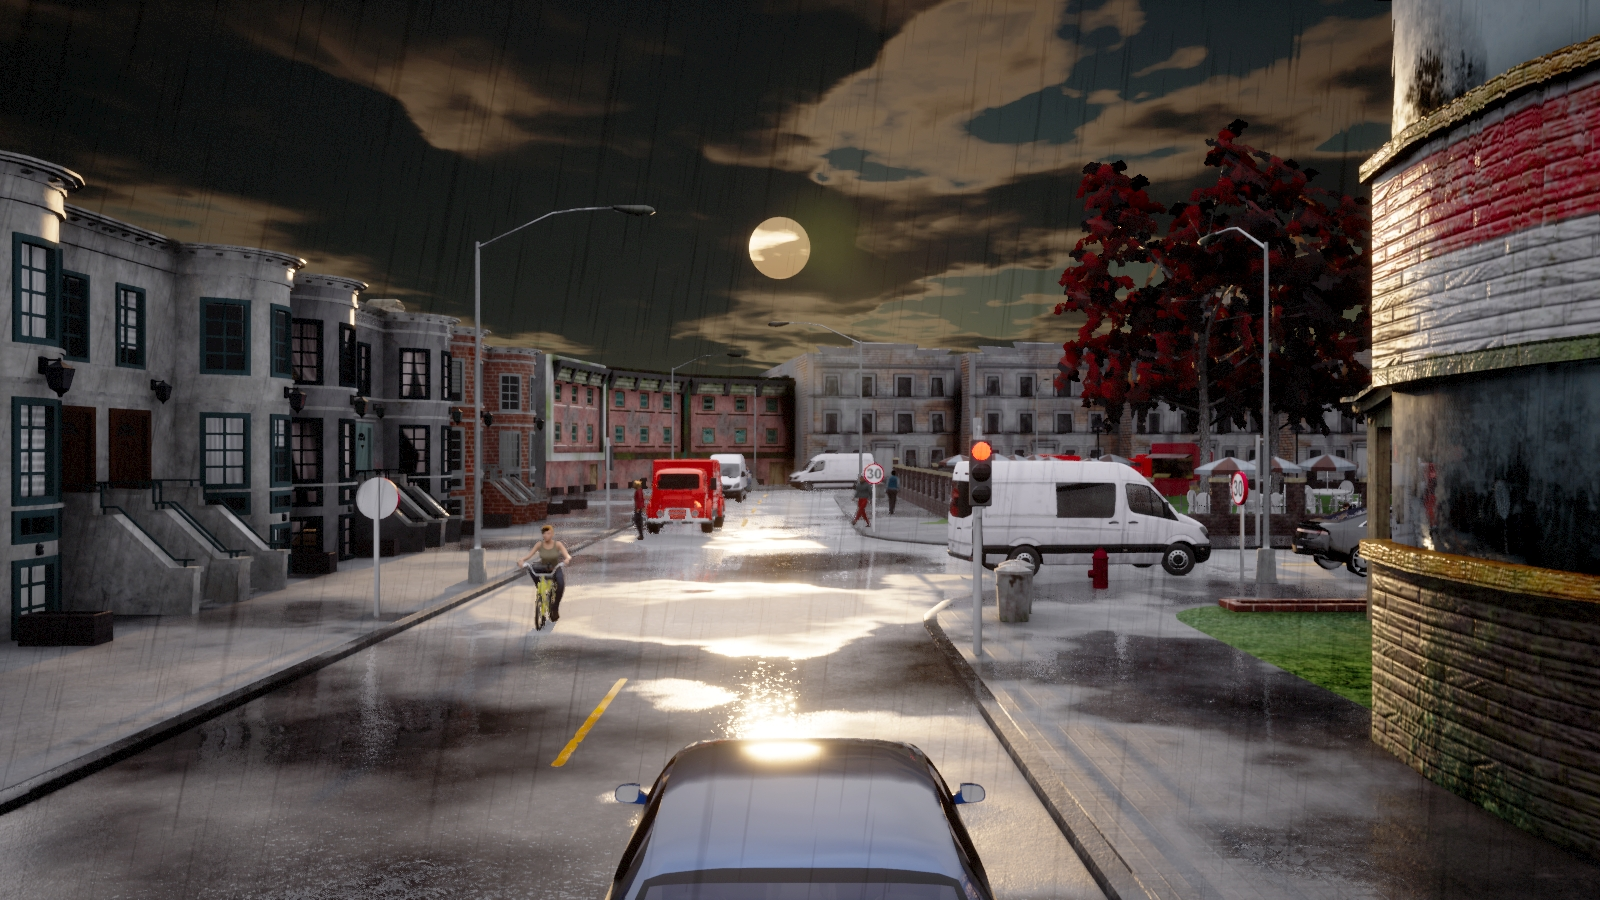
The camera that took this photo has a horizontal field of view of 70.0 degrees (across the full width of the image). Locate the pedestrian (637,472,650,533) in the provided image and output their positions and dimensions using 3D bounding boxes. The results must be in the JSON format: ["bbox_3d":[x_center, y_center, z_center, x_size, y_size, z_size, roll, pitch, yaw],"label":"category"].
[{"bbox_3d":[-4.795,1.615,35.022,0.375,1.860,0.375,0,0,0],"label":"pedestrian"}]

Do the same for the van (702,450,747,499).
[{"bbox_3d":[-4.056,1.291,62.489,1.988,2.561,5.915,0,0,1],"label":"van"}]

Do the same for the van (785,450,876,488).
[{"bbox_3d":[2.095,1.287,78.189,5.915,2.561,1.988,0,0,-15],"label":"van"}]

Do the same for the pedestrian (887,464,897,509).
[{"bbox_3d":[3.801,1.499,47.007,0.375,1.860,0.375,0,0,9],"label":"pedestrian"}]

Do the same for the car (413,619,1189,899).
[{"bbox_3d":[-0.001,1.884,5.268,2.033,1.411,5.357,0,0,0],"label":"car"}]

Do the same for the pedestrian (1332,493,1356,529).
[{"bbox_3d":[16.819,1.882,35.300,0.500,1.100,0.500,0,0,0],"label":"pedestrian"}]

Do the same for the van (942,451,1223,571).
[{"bbox_3d":[6.389,1.304,26.031,5.915,2.561,1.988,0,0,-11],"label":"van"}]

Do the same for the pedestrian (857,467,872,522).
[{"bbox_3d":[2.190,1.501,38.768,0.375,1.860,0.375,0,0,45],"label":"pedestrian"}]

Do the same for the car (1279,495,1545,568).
[{"bbox_3d":[13.778,1.817,25.951,4.902,1.511,2.128,0,0,-1],"label":"car"}]

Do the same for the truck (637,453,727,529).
[{"bbox_3d":[-4.014,1.333,39.954,2.627,2.467,5.204,0,0,0],"label":"truck"}]

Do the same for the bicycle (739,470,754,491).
[{"bbox_3d":[-3.351,1.911,71.519,0.373,1.296,1.643,0,0,17],"label":"bicycle"}]
